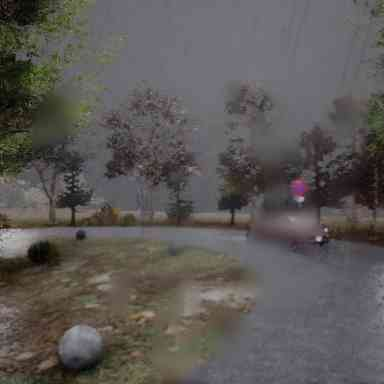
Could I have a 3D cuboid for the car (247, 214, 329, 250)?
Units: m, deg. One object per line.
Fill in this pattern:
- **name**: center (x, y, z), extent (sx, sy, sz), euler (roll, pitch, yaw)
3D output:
- **car**: center (4.353, 1.771, 15.634), extent (1.812, 1.442, 4.674), euler (0, -1, -20)
